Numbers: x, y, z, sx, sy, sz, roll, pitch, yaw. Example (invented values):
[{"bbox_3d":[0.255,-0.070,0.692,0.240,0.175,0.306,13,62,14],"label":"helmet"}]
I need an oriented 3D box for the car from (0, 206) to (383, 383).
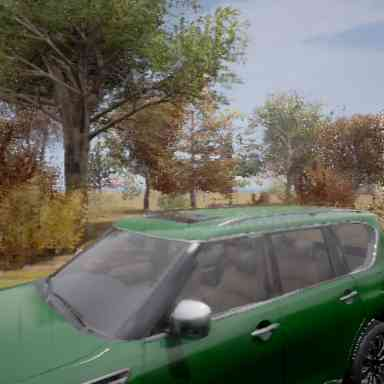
[{"bbox_3d":[0.035,1.214,3.362,5.566,2.045,2.150,0,0,-35],"label":"car"}]
